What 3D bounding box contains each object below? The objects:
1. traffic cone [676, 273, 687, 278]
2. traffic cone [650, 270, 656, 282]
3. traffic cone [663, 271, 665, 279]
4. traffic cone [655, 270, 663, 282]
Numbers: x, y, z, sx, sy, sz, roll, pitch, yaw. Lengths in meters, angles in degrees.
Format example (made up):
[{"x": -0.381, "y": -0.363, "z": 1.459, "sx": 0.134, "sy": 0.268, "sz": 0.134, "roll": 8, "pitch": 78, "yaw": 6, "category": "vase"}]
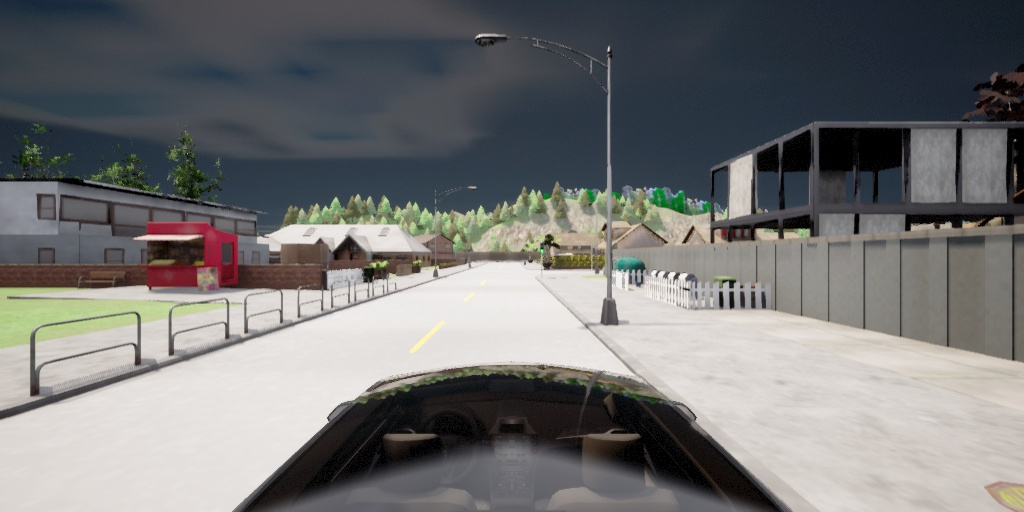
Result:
[{"x": 15.798, "y": 1.520, "z": 33.449, "sx": 0.344, "sy": 0.586, "sz": 0.344, "roll": 0, "pitch": 0, "yaw": 0, "category": "traffic cone"}, {"x": 10.391, "y": 1.532, "z": 26.955, "sx": 0.344, "sy": 0.586, "sz": 0.344, "roll": 0, "pitch": 0, "yaw": 0, "category": "traffic cone"}, {"x": 11.751, "y": 1.511, "z": 28.565, "sx": 0.344, "sy": 0.586, "sz": 0.344, "roll": 0, "pitch": 0, "yaw": 0, "category": "traffic cone"}, {"x": 11.390, "y": 1.508, "z": 27.996, "sx": 0.344, "sy": 0.586, "sz": 0.344, "roll": 0, "pitch": 0, "yaw": 0, "category": "traffic cone"}]
